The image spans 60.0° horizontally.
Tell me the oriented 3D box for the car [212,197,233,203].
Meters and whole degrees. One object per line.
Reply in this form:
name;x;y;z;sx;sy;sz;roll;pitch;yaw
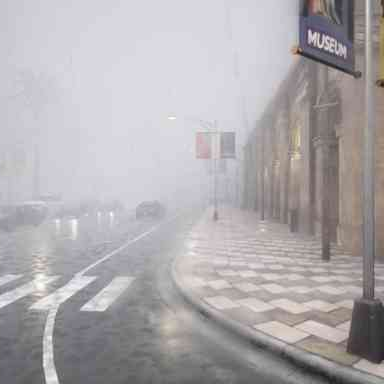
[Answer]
car;6.098;1.604;68.861;4.718;1.301;1.895;0;0;-26

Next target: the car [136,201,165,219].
car;-3.485;1.503;28.678;2.128;1.511;4.902;0;0;4

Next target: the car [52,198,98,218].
car;-10.482;1.526;30.218;1.812;1.442;4.674;0;0;5

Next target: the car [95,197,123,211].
car;-9.692;1.526;40.076;1.812;1.442;4.674;0;0;5

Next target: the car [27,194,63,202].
car;-13.919;1.221;31.227;2.150;2.045;5.566;0;0;4

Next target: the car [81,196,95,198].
car;-13.089;1.352;41.519;2.097;1.767;4.553;0;0;5

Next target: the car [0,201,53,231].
car;-11.173;1.547;20.815;2.033;1.411;5.357;0;0;4
